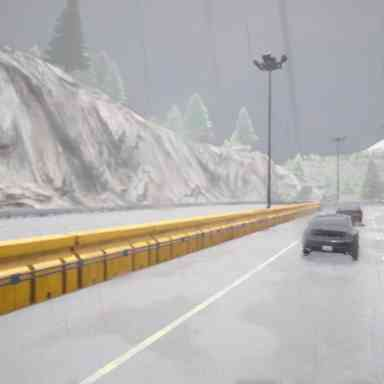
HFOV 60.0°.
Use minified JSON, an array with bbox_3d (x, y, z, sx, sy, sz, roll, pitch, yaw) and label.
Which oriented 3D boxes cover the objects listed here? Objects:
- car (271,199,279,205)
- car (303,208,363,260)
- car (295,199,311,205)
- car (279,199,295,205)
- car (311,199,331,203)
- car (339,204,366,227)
[{"bbox_3d":[18.249,2.118,72.120,1.994,1.385,4.181,0,0,40],"label":"car"},{"bbox_3d":[5.661,1.632,13.265,1.837,1.490,4.892,0,0,28],"label":"car"},{"bbox_3d":[23.130,2.178,67.071,1.895,1.301,4.718,0,0,40],"label":"car"},{"bbox_3d":[20.703,2.098,69.603,1.812,1.442,4.674,0,0,40],"label":"car"},{"bbox_3d":[25.603,2.132,64.579,2.033,1.411,5.357,0,0,40],"label":"car"},{"bbox_3d":[12.932,1.747,27.233,1.882,1.535,5.008,0,0,28],"label":"car"}]
